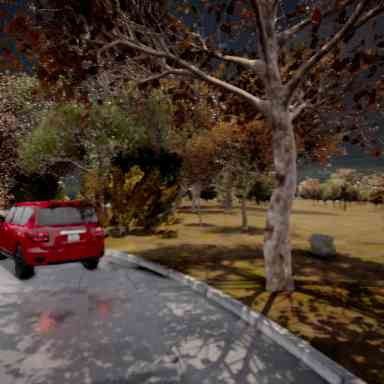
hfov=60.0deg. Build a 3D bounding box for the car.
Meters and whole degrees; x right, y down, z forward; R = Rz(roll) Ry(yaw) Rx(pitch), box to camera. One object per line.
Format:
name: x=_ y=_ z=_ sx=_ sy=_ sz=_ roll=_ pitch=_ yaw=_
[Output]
car: x=-4.780 y=1.305 z=10.753 sx=2.150 sy=2.045 sz=5.566 roll=0 pitch=0 yaw=-39
